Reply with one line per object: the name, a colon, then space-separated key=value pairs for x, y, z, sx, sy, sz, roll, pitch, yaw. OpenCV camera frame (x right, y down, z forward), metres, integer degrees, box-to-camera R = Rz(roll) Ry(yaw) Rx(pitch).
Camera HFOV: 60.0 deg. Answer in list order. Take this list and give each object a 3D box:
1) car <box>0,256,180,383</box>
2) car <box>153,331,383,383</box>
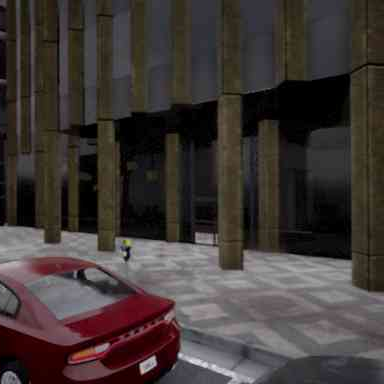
car: x=-2.244 y=1.582 z=4.574 sx=4.507 sy=1.381 sz=1.887 roll=-1 pitch=0 yaw=36
car: x=2.175 y=1.542 z=1.405 sx=4.403 sy=1.369 sz=2.008 roll=-1 pitch=0 yaw=36
